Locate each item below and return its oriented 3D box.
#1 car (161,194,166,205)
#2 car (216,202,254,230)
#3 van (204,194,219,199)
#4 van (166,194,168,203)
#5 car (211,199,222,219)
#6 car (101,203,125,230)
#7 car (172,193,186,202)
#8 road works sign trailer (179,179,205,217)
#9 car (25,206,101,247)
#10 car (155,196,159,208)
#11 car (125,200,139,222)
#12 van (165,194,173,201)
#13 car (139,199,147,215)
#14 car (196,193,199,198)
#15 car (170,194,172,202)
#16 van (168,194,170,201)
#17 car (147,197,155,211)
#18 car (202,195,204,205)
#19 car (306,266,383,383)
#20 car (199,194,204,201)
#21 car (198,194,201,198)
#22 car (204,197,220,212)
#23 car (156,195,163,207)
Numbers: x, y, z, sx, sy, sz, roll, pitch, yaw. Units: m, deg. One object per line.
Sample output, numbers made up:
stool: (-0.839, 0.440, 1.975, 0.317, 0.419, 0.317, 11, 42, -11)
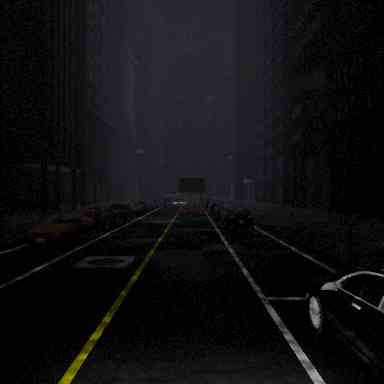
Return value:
car: (-5.765, 1.456, 54.671, 1.967, 1.590, 4.097, 0, 0, 0)
car: (2.761, 1.544, 20.869, 1.887, 1.381, 4.507, 0, 0, 0)
van: (2.761, 1.348, 43.414, 1.690, 1.788, 3.998, 0, 0, 0)
van: (-5.765, 1.363, 60.308, 1.690, 1.788, 3.998, 0, 0, 0)
car: (2.761, 1.545, 26.506, 1.887, 1.381, 4.507, 0, 0, 0)
car: (-5.764, 1.544, 20.852, 1.887, 1.381, 4.507, 0, 0, 0)
car: (-3.000, 1.477, 75.955, 1.882, 1.535, 5.008, 0, 0, 0)
road works sign trailer: (0.000, 0.465, 31.163, 2.380, 3.560, 2.880, 0, 0, 0)
car: (-5.764, 1.525, 15.045, 1.752, 1.417, 4.829, 0, 0, 0)
car: (-5.764, 1.589, 43.398, 1.802, 1.307, 4.206, 0, 0, 0)
car: (-5.764, 1.566, 26.488, 1.947, 1.339, 4.313, 0, 0, 0)
van: (-5.765, 1.391, 82.853, 1.690, 1.788, 3.998, 0, 0, 0)
car: (-5.764, 1.527, 31.954, 1.752, 1.417, 4.829, 0, 0, 0)
car: (2.760, 1.364, 82.868, 2.192, 1.841, 5.009, 0, 0, 0)
car: (-5.765, 1.357, 77.217, 2.192, 1.841, 5.009, 0, 0, 0)
van: (-5.765, 1.369, 65.944, 1.690, 1.788, 3.998, 0, 0, 0)
car: (-5.764, 1.570, 37.761, 1.947, 1.339, 4.313, 0, 0, 0)
car: (2.761, 1.562, 49.051, 2.008, 1.369, 4.403, 0, 0, 0)
car: (2.761, 1.550, 3.962, 2.008, 1.369, 4.403, 0, 0, 0)
car: (2.761, 1.572, 60.323, 2.008, 1.369, 4.403, 0, 0, 0)
car: (2.761, 1.579, 71.595, 1.887, 1.381, 4.507, 0, 0, 0)
car: (2.761, 1.554, 37.778, 2.008, 1.369, 4.403, 0, 0, 0)
car: (-5.764, 1.577, 49.034, 1.947, 1.339, 4.313, 0, 0, 0)
